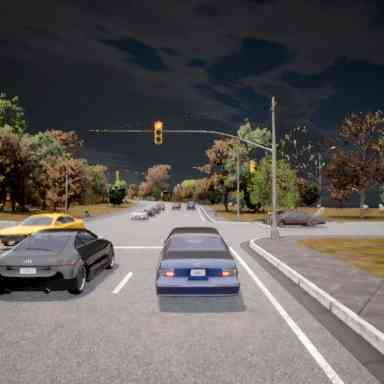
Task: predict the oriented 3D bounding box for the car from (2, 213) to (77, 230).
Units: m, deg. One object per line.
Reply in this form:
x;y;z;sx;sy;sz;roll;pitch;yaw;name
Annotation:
-6.711;1.748;15.353;1.882;1.535;5.008;-1;-2;6;car

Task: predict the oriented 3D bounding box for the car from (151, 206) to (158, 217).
-7.242;3.461;55.218;1.895;1.301;4.718;0;-1;0;car

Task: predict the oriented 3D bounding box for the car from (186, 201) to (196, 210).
-0.217;3.298;77.775;2.097;1.767;4.553;0;0;0;car

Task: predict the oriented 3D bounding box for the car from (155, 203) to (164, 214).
-7.218;3.525;64.965;2.033;1.411;5.357;0;0;0;car

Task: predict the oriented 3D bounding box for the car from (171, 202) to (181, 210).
-3.718;3.473;78.235;1.812;1.442;4.674;0;0;0;car

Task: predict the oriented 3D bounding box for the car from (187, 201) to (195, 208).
-0.340;3.229;87.954;1.882;1.535;5.008;0;0;-4;car

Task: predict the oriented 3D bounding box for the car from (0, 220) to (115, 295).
-3.446;1.664;9.001;1.994;1.385;4.181;0;-1;0;car

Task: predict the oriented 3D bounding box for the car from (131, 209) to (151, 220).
-7.234;3.138;46.198;1.812;1.442;4.674;0;-2;0;car

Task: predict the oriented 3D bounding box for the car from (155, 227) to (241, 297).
0.068;1.645;8.894;2.033;1.411;5.357;0;-1;-1;car

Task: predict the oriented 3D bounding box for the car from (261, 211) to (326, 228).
8.954;2.426;29.462;5.357;1.411;2.033;0;-3;-3;car

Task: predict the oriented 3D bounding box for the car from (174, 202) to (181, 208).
-3.863;3.414;88.211;1.837;1.490;4.892;0;0;-4;car
